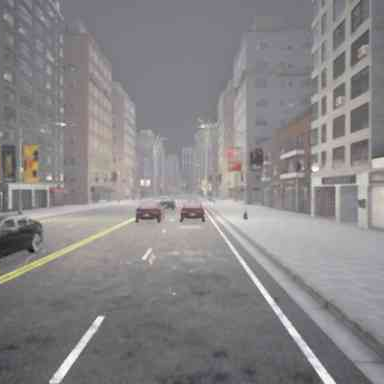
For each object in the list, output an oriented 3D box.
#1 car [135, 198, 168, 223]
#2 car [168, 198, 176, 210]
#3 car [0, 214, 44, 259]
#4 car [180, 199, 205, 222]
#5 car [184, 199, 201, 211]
[{"bbox_3d":[-3.198,1.489,26.096,1.882,1.535,5.008,0,0,0],"label":"car"},{"bbox_3d":[-3.163,1.506,43.692,1.882,1.535,5.008,0,0,0],"label":"car"},{"bbox_3d":[-6.592,1.495,10.867,2.128,1.511,4.902,0,0,0],"label":"car"},{"bbox_3d":[0.056,1.490,26.904,1.882,1.535,5.008,0,0,0],"label":"car"},{"bbox_3d":[0.079,1.592,42.826,1.994,1.385,4.181,0,0,0],"label":"car"}]
